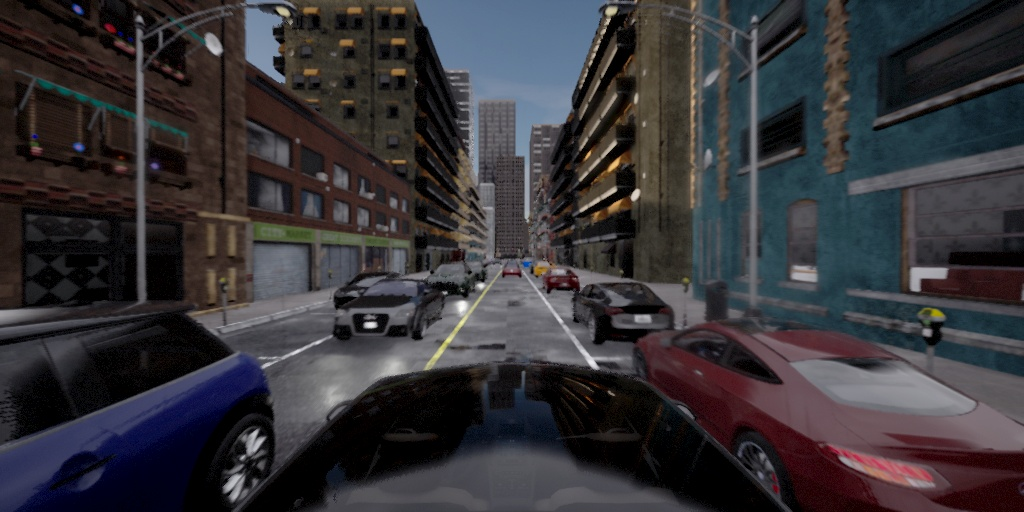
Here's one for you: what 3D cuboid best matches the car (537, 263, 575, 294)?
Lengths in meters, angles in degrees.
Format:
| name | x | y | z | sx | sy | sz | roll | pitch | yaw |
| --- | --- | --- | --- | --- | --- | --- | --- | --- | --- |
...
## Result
| name | x | y | z | sx | sy | sz | roll | pitch | yaw |
| --- | --- | --- | --- | --- | --- | --- | --- | --- | --- |
| car | 2.683 | 1.314 | 20.477 | 1.888 | 1.381 | 4.507 | 0 | 0 | 0 |

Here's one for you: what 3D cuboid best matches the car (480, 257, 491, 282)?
| name | x | y | z | sx | sy | sz | roll | pitch | yaw |
| --- | --- | --- | --- | --- | --- | --- | --- | --- | --- |
| car | -3.078 | 1.131 | 28.840 | 2.097 | 1.767 | 4.553 | 0 | 0 | 0 |

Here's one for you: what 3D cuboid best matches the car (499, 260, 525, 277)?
| name | x | y | z | sx | sy | sz | roll | pitch | yaw |
| --- | --- | --- | --- | --- | --- | --- | --- | --- | --- |
| car | -0.002 | 1.352 | 35.815 | 1.994 | 1.385 | 4.181 | 0 | 0 | 1 |

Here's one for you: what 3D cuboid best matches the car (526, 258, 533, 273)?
| name | x | y | z | sx | sy | sz | roll | pitch | yaw |
| --- | --- | --- | --- | --- | --- | --- | --- | --- | --- |
| car | 3.100 | 1.147 | 41.445 | 2.097 | 1.767 | 4.553 | 0 | 0 | 0 |

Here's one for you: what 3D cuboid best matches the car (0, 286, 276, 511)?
| name | x | y | z | sx | sy | sz | roll | pitch | yaw |
| --- | --- | --- | --- | --- | --- | --- | --- | --- | --- |
| car | -3.041 | 1.101 | 1.163 | 2.097 | 1.767 | 4.553 | 0 | 0 | -2 |

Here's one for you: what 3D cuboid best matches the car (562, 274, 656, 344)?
| name | x | y | z | sx | sy | sz | roll | pitch | yaw |
| --- | --- | --- | --- | --- | --- | --- | --- | --- | --- |
| car | 2.686 | 1.323 | 9.430 | 1.948 | 1.339 | 4.313 | 0 | 0 | 0 |

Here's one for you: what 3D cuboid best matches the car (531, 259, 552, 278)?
| name | x | y | z | sx | sy | sz | roll | pitch | yaw |
| --- | --- | --- | --- | --- | --- | --- | --- | --- | --- |
| car | 3.129 | 1.263 | 34.475 | 1.882 | 1.535 | 5.008 | 0 | 0 | 0 |

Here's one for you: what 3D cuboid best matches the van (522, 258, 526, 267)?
| name | x | y | z | sx | sy | sz | roll | pitch | yaw |
| --- | --- | --- | --- | --- | --- | --- | --- | --- | --- |
| van | 2.670 | 1.161 | 59.141 | 1.690 | 1.789 | 3.998 | 0 | 0 | 0 |

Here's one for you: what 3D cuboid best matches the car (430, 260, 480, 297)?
| name | x | y | z | sx | sy | sz | roll | pitch | yaw |
| --- | --- | --- | --- | --- | --- | --- | --- | --- | --- |
| car | -3.101 | 1.119 | 18.753 | 2.097 | 1.767 | 4.553 | 0 | 0 | 0 |

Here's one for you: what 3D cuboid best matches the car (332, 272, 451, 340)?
| name | x | y | z | sx | sy | sz | roll | pitch | yaw |
| --- | --- | --- | --- | --- | --- | --- | --- | --- | --- |
| car | -3.099 | 1.322 | 9.849 | 1.994 | 1.385 | 4.181 | 0 | 0 | 0 |

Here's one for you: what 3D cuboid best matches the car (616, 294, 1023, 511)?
| name | x | y | z | sx | sy | sz | roll | pitch | yaw |
| --- | --- | --- | --- | --- | --- | --- | --- | --- | --- |
| car | 2.688 | 1.334 | 3.907 | 1.802 | 1.307 | 4.207 | 0 | 0 | 0 |

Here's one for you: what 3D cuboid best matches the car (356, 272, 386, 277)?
| name | x | y | z | sx | sy | sz | roll | pitch | yaw |
| --- | --- | --- | --- | --- | --- | --- | --- | --- | --- |
| car | -5.697 | 1.328 | 14.963 | 1.948 | 1.339 | 4.313 | 0 | 0 | 0 |
